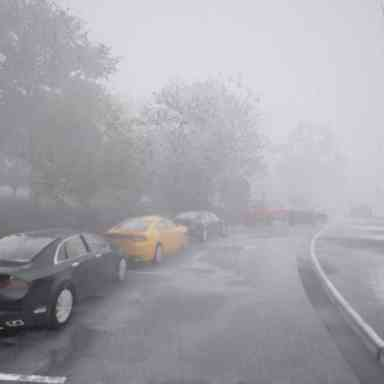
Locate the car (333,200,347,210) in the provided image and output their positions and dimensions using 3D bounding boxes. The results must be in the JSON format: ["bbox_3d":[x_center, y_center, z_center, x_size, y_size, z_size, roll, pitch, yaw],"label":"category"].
[{"bbox_3d":[30.789,2.658,65.456,5.566,2.045,2.435,-2,-3,23],"label":"car"}]

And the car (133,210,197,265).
[{"bbox_3d":[-1.575,1.644,12.558,2.097,1.535,5.008,0,-1,16],"label":"car"}]

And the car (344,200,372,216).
[{"bbox_3d":[19.309,2.021,38.805,2.033,1.411,5.357,-1,-2,23],"label":"car"}]

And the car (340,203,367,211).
[{"bbox_3d":[32.733,3.005,67.622,4.792,1.488,2.163,-2,-3,23],"label":"car"}]

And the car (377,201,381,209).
[{"bbox_3d":[38.720,3.199,74.117,4.792,1.488,2.163,-2,-3,23],"label":"car"}]

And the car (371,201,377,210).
[{"bbox_3d":[36.777,2.977,71.938,4.553,1.767,2.185,-2,-3,23],"label":"car"}]

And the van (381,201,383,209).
[{"bbox_3d":[40.631,3.013,76.320,4.442,1.987,1.878,-2,-3,23],"label":"van"}]

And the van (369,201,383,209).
[{"bbox_3d":[46.617,3.218,82.816,4.442,1.987,1.878,-2,-3,23],"label":"van"}]

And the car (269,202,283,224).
[{"bbox_3d":[9.943,1.964,32.467,2.097,1.535,5.008,-2,-2,41],"label":"car"}]

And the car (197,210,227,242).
[{"bbox_3d":[0.394,1.745,17.949,2.231,1.521,4.892,-1,-2,24],"label":"car"}]

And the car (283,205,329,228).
[{"bbox_3d":[8.924,1.786,25.282,1.882,1.535,5.008,-2,-2,35],"label":"car"}]

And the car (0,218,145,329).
[{"bbox_3d":[-2.852,1.532,7.111,2.231,1.521,4.892,0,-1,8],"label":"car"}]
